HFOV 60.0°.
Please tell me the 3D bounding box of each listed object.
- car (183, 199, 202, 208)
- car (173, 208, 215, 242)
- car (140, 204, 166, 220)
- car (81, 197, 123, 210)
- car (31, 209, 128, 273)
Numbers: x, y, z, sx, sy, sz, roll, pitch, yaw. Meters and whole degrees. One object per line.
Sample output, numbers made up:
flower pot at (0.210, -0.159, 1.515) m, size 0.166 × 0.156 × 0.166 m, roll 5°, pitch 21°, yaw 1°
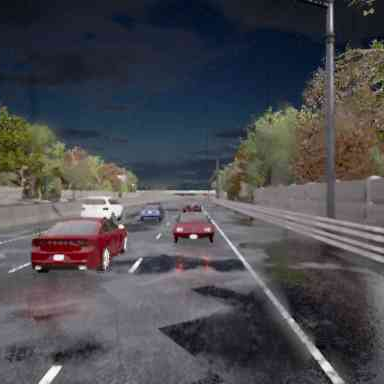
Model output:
car at (0.041, 1.604, 39.187) m, size 2.097 × 1.767 × 4.553 m, roll 0°, pitch 0°, yaw 0°
car at (0.076, 1.699, 16.833) m, size 1.895 × 1.301 × 4.718 m, roll 0°, pitch 0°, yaw 0°
car at (-3.439, 1.736, 29.772) m, size 2.033 × 1.411 × 5.357 m, roll 0°, pitch 0°, yaw 0°
car at (-6.932, 1.388, 26.135) m, size 2.150 × 2.045 × 5.566 m, roll 0°, pitch 0°, yaw 0°
car at (-3.414, 1.544, 10.997) m, size 1.882 × 1.535 × 5.008 m, roll 0°, pitch 0°, yaw 0°
